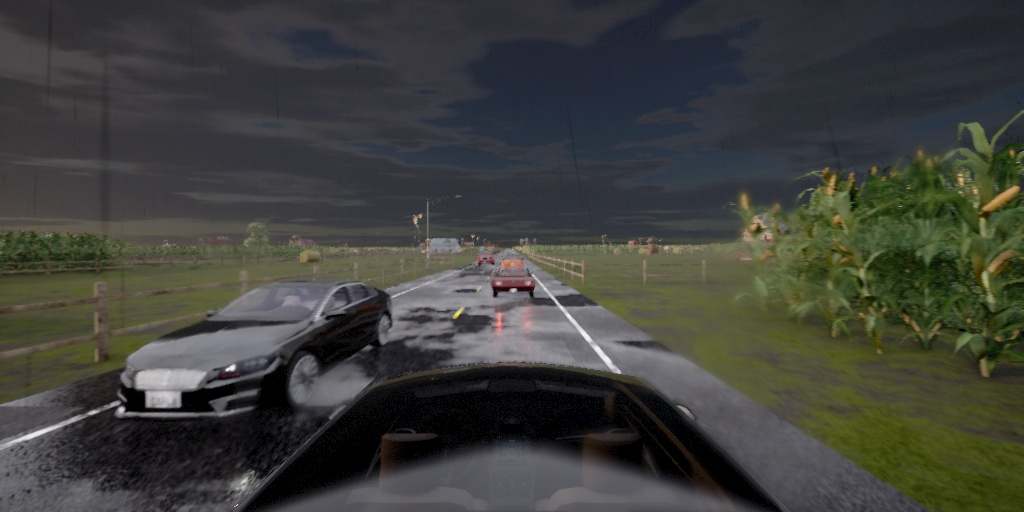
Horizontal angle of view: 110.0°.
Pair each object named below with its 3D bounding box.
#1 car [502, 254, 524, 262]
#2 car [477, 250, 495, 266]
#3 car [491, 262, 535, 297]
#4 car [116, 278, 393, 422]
[{"bbox_3d":[0.089,0.610,34.680,2.097,1.767,4.553,0,1,0],"label":"car"},{"bbox_3d":[-3.537,0.237,49.840,2.150,2.045,5.566,0,1,1],"label":"car"},{"bbox_3d":[0.070,1.126,17.160,1.895,1.301,4.718,0,1,0],"label":"car"},{"bbox_3d":[-3.575,1.179,6.140,2.128,1.511,4.902,0,1,0],"label":"car"}]
